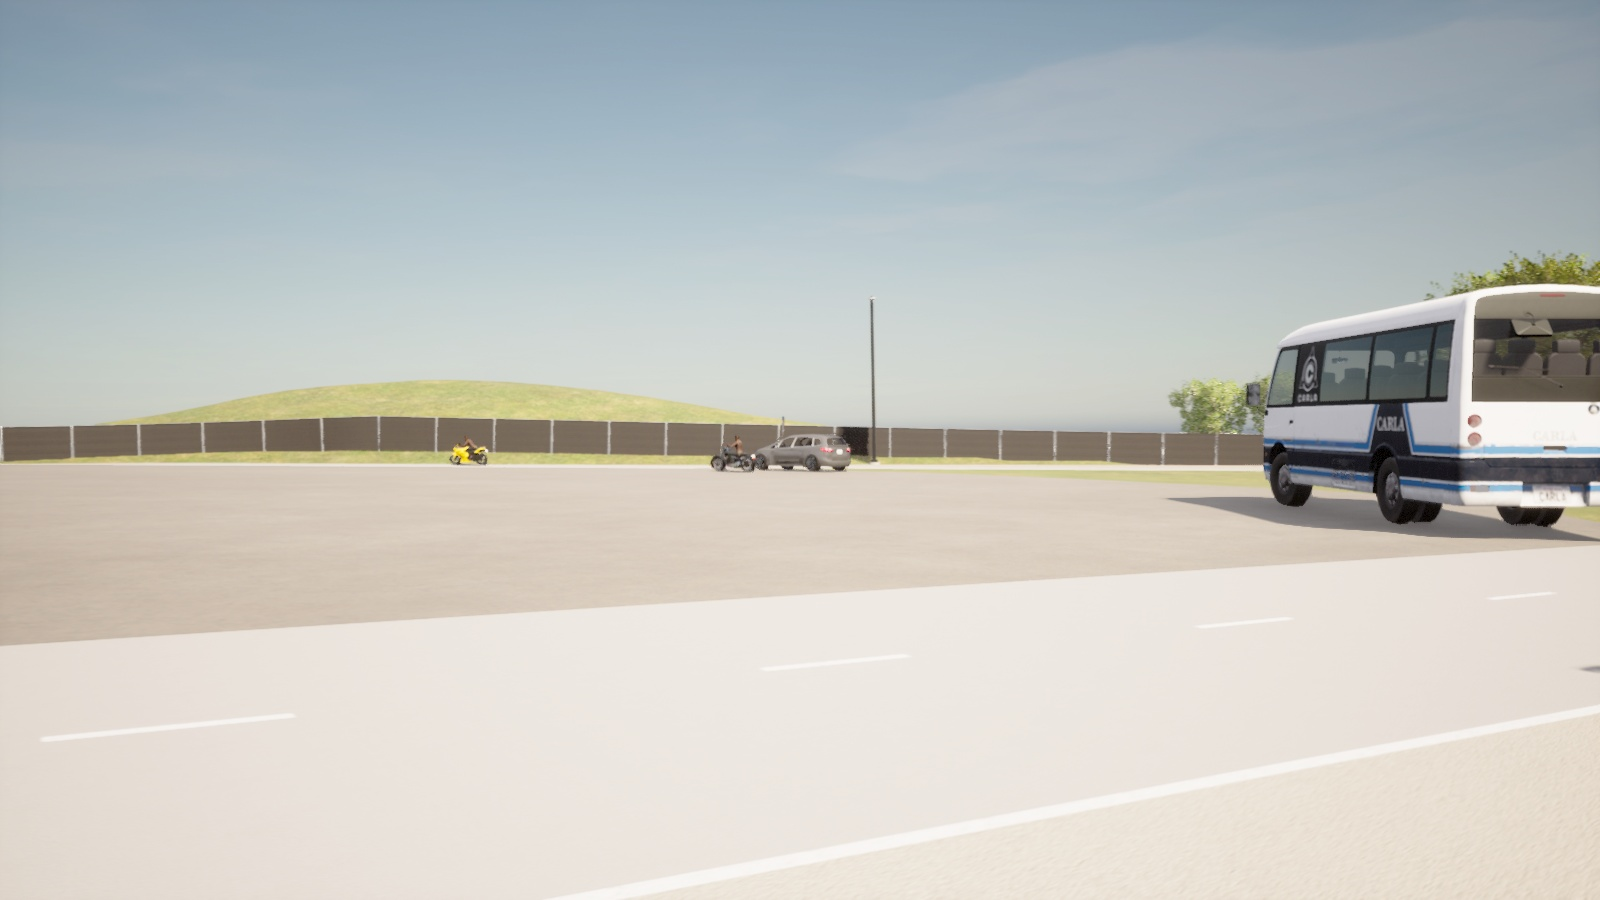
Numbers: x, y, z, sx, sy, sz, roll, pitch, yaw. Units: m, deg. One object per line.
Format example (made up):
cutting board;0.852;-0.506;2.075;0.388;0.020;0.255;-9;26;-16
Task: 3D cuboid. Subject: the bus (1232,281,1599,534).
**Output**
bus;12.656;-0.827;26.282;3.944;4.253;10.273;0;1;2

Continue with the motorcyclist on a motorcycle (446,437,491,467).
motorcyclist on a motorcycle;-16.715;0.100;63.315;2.044;1.523;0.797;0;1;9

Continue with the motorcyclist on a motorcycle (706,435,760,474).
motorcyclist on a motorcycle;-2.891;0.170;54.290;2.350;1.649;0.766;0;1;35

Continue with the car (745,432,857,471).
car;0.011;0.039;56.540;4.611;1.667;2.242;0;0;38
